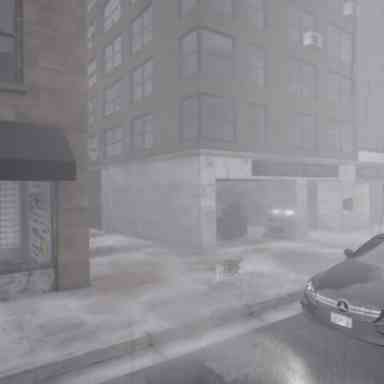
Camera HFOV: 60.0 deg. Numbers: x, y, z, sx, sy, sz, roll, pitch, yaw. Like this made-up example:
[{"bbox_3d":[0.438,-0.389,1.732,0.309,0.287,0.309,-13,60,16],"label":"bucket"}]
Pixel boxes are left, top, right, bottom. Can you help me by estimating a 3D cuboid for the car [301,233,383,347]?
[{"bbox_3d":[3.918,1.456,5.857,4.674,1.442,1.812,-1,0,-35],"label":"car"}]
